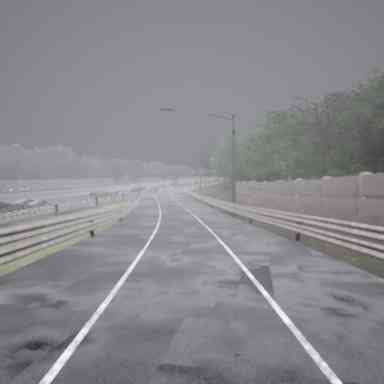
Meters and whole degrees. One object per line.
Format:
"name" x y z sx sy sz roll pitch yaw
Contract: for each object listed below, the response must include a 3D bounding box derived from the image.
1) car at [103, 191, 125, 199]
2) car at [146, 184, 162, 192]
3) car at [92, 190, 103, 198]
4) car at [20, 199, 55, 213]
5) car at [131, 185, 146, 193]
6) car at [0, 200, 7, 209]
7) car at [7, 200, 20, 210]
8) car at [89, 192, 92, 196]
"car" -15.571 0.553 67.780 2.033 1.411 5.357 0 3 11
"car" -10.564 -0.809 93.524 1.994 1.385 4.181 0 3 11
"car" -18.621 0.466 70.434 1.994 1.385 4.181 0 3 11
"car" -20.147 1.853 44.258 1.812 1.442 4.674 0 3 11
"car" -14.811 -0.799 90.012 2.097 1.767 4.553 0 3 11
"car" -27.019 1.831 45.592 2.033 1.411 5.357 0 3 11
"car" -23.202 1.723 46.885 1.812 1.442 4.674 0 3 11
"car" -21.289 0.273 75.046 1.895 1.301 4.718 0 3 11
